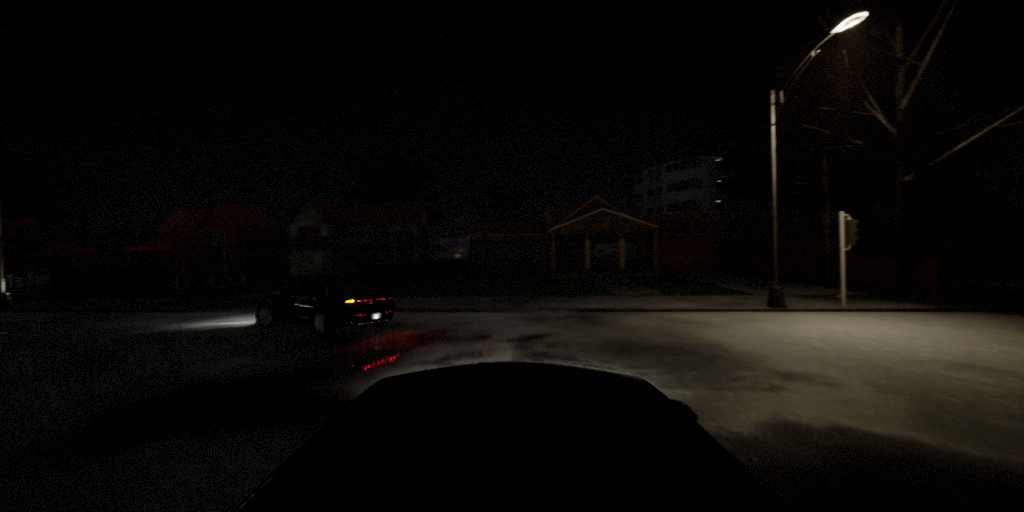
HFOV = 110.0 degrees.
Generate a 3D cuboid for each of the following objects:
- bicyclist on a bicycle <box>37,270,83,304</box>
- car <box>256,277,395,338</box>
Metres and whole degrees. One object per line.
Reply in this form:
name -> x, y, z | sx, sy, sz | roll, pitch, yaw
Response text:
bicyclist on a bicycle -> -22.257, 1.518, 17.683 | 0.582, 1.620, 1.656 | -1, 0, 6
car -> -5.616, 1.366, 10.670 | 4.892, 1.490, 1.837 | -1, -3, 32
